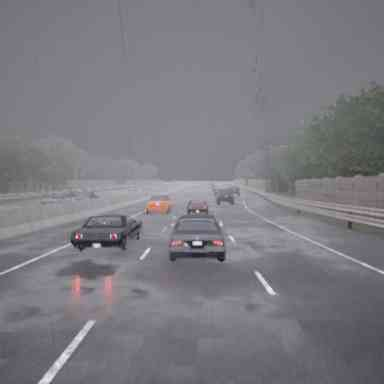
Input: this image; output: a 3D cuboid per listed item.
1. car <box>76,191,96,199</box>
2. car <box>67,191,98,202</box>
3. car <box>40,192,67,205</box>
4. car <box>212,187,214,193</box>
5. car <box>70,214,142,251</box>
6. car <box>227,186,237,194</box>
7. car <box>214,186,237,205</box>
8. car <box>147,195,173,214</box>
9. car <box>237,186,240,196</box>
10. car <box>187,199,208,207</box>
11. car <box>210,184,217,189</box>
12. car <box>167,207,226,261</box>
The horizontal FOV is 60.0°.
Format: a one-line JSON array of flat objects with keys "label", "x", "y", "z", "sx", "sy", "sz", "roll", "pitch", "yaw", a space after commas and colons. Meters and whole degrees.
[{"label": "car", "x": -19.399, "y": 0.545, "z": 60.962, "sx": 1.895, "sy": 1.301, "sz": 4.718, "roll": 0, "pitch": 2, "yaw": 3}, {"label": "car", "x": -13.303, "y": 0.823, "z": 41.468, "sx": 2.097, "sy": 1.767, "sz": 4.553, "roll": 0, "pitch": 2, "yaw": 2}, {"label": "car", "x": -16.826, "y": 1.085, "z": 41.104, "sx": 1.895, "sy": 1.301, "sz": 4.718, "roll": 0, "pitch": 1, "yaw": 2}, {"label": "car", "x": 5.287, "y": 0.305, "z": 64.292, "sx": 1.837, "sy": 1.490, "sz": 4.892, "roll": 0, "pitch": 2, "yaw": 3}, {"label": "car", "x": -3.295, "y": 1.561, "z": 13.838, "sx": 1.895, "sy": 1.301, "sz": 4.718, "roll": 0, "pitch": 0, "yaw": 1}, {"label": "car", "x": 9.518, "y": -0.446, "z": 79.682, "sx": 2.097, "sy": 1.767, "sz": 4.553, "roll": 0, "pitch": 2, "yaw": 3}, {"label": "car", "x": 4.409, "y": 0.586, "z": 44.868, "sx": 2.150, "sy": 2.045, "sz": 5.566, "roll": 0, "pitch": 1, "yaw": 2}, {"label": "car", "x": -2.937, "y": 1.060, "z": 31.310, "sx": 2.097, "sy": 1.767, "sz": 4.553, "roll": 0, "pitch": 1, "yaw": 2}, {"label": "car", "x": 8.917, "y": -0.207, "z": 69.740, "sx": 2.150, "sy": 2.045, "sz": 5.566, "roll": 0, "pitch": 2, "yaw": 4}, {"label": "car", "x": 0.546, "y": 1.318, "z": 30.816, "sx": 1.895, "sy": 1.301, "sz": 4.718, "roll": 0, "pitch": 1, "yaw": 2}, {"label": "car", "x": 6.454, "y": -0.637, "z": 88.992, "sx": 1.882, "sy": 1.535, "sz": 5.008, "roll": 0, "pitch": 2, "yaw": 3}, {"label": "car", "x": 0.182, "y": 1.520, "z": 12.149, "sx": 2.033, "sy": 1.411, "sz": 5.357, "roll": 0, "pitch": 0, "yaw": 1}]
